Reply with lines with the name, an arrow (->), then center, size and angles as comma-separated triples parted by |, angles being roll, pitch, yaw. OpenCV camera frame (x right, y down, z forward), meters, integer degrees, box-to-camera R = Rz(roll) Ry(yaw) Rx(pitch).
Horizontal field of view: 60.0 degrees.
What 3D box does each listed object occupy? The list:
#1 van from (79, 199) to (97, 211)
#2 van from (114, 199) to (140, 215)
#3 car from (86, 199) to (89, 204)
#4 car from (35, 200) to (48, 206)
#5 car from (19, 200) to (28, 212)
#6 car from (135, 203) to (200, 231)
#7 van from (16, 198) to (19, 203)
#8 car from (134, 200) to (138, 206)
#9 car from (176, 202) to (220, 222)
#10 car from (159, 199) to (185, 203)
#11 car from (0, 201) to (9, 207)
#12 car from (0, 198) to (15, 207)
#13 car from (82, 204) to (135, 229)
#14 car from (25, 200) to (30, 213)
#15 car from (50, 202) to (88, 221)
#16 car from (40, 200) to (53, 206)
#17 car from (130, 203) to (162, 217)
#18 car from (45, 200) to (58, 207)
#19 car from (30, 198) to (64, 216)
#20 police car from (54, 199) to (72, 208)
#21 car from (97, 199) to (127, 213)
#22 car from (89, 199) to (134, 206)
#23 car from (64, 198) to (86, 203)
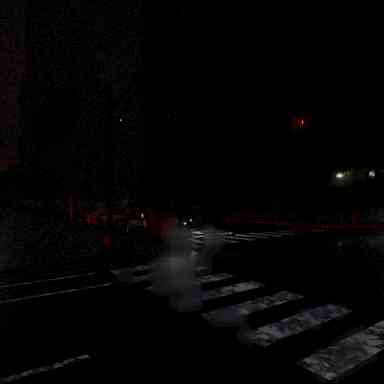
van -> -17.042, 2.038, 54.383 | 1.690, 1.788, 3.998 | -1, 0, -35
van -> -8.213, 1.833, 41.935 | 1.690, 1.788, 3.998 | -1, 0, -35
car -> -18.055, 1.902, 51.174 | 2.150, 2.045, 5.566 | 0, -1, -35
car -> -37.740, 2.711, 83.434 | 2.008, 1.369, 4.403 | -1, 0, -35
car -> -23.324, 2.157, 48.445 | 1.967, 1.590, 4.097 | -1, 0, -35
car -> -1.807, 1.759, 22.839 | 1.837, 1.490, 4.892 | 0, -1, -35
van -> -26.158, 2.123, 52.427 | 1.690, 1.788, 3.998 | -1, 0, -35
car -> -6.411, 1.915, 34.782 | 1.837, 1.490, 4.892 | 0, -1, -35
car -> 0.622, 1.829, 29.487 | 1.887, 1.381, 4.507 | -1, 0, -35
car -> -2.327, 1.669, 33.637 | 2.192, 1.841, 5.009 | -1, 0, -35
car -> -44.383, 2.771, 78.066 | 1.802, 1.307, 4.206 | -1, 0, -35
car -> -41.269, 2.667, 73.684 | 1.887, 1.381, 4.507 | -1, 0, -35
car -> -6.236, 1.843, 24.416 | 1.752, 1.417, 4.829 | -1, 0, -35
car -> -20.491, 2.196, 44.463 | 1.887, 1.381, 4.507 | -1, 0, -35
car -> -11.996, 2.004, 32.518 | 2.008, 1.369, 4.403 | -1, 0, -35
car -> -34.726, 2.661, 79.195 | 1.947, 1.339, 4.313 | -1, 0, -35
car -> -5.264, 2.005, 37.786 | 1.802, 1.307, 4.206 | -1, 0, -35
car -> -31.710, 2.596, 74.954 | 1.947, 1.339, 4.313 | -1, 0, -35
car -> -17.664, 1.901, 40.482 | 2.192, 1.841, 5.009 | -1, 0, -35
police car -> -25.432, 2.308, 65.456 | 1.930, 1.638, 5.238 | 0, -1, -35
car -> -11.156, 1.876, 46.084 | 2.192, 1.841, 5.009 | -1, 0, -35
car -> -7.565, 1.741, 30.900 | 2.097, 1.767, 4.553 | 0, -1, -35
car -> -15.911, 1.807, 42.664 | 2.150, 2.045, 5.566 | 0, -1, -35
